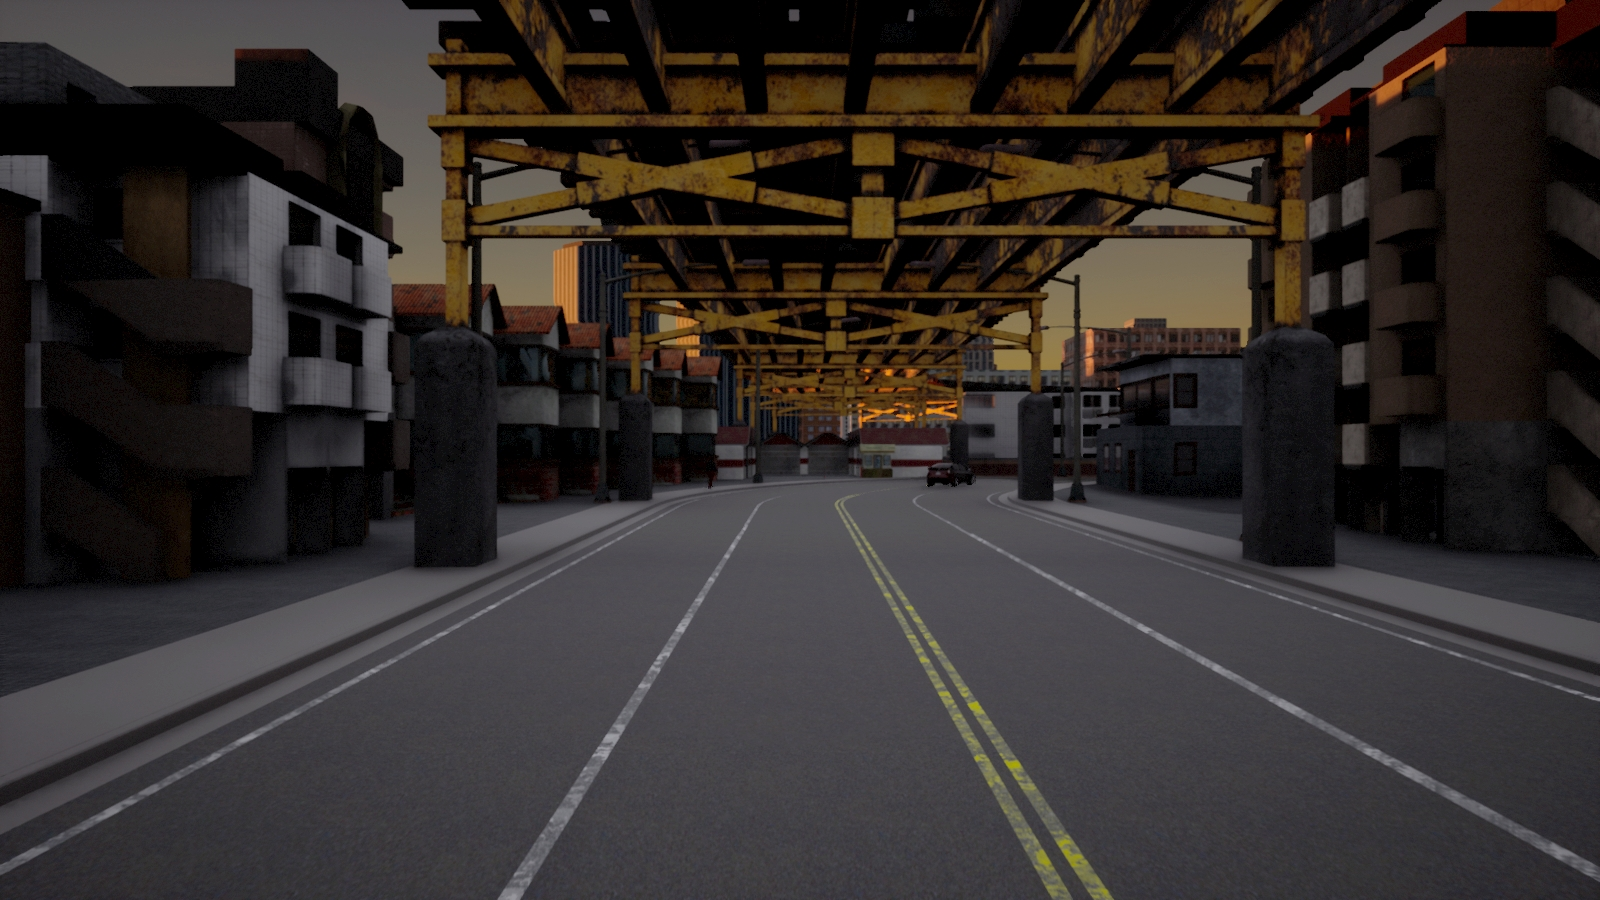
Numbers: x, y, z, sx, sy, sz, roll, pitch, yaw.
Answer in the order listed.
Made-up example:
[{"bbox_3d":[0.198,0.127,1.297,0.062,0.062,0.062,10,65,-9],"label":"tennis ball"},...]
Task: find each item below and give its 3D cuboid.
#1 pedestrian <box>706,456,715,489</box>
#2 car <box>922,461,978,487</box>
[{"bbox_3d":[-4.999,1.240,63.803,0.375,1.860,0.375,0,0,22],"label":"pedestrian"},{"bbox_3d":[9.419,1.478,71.425,2.007,1.525,4.514,0,0,28],"label":"car"}]
